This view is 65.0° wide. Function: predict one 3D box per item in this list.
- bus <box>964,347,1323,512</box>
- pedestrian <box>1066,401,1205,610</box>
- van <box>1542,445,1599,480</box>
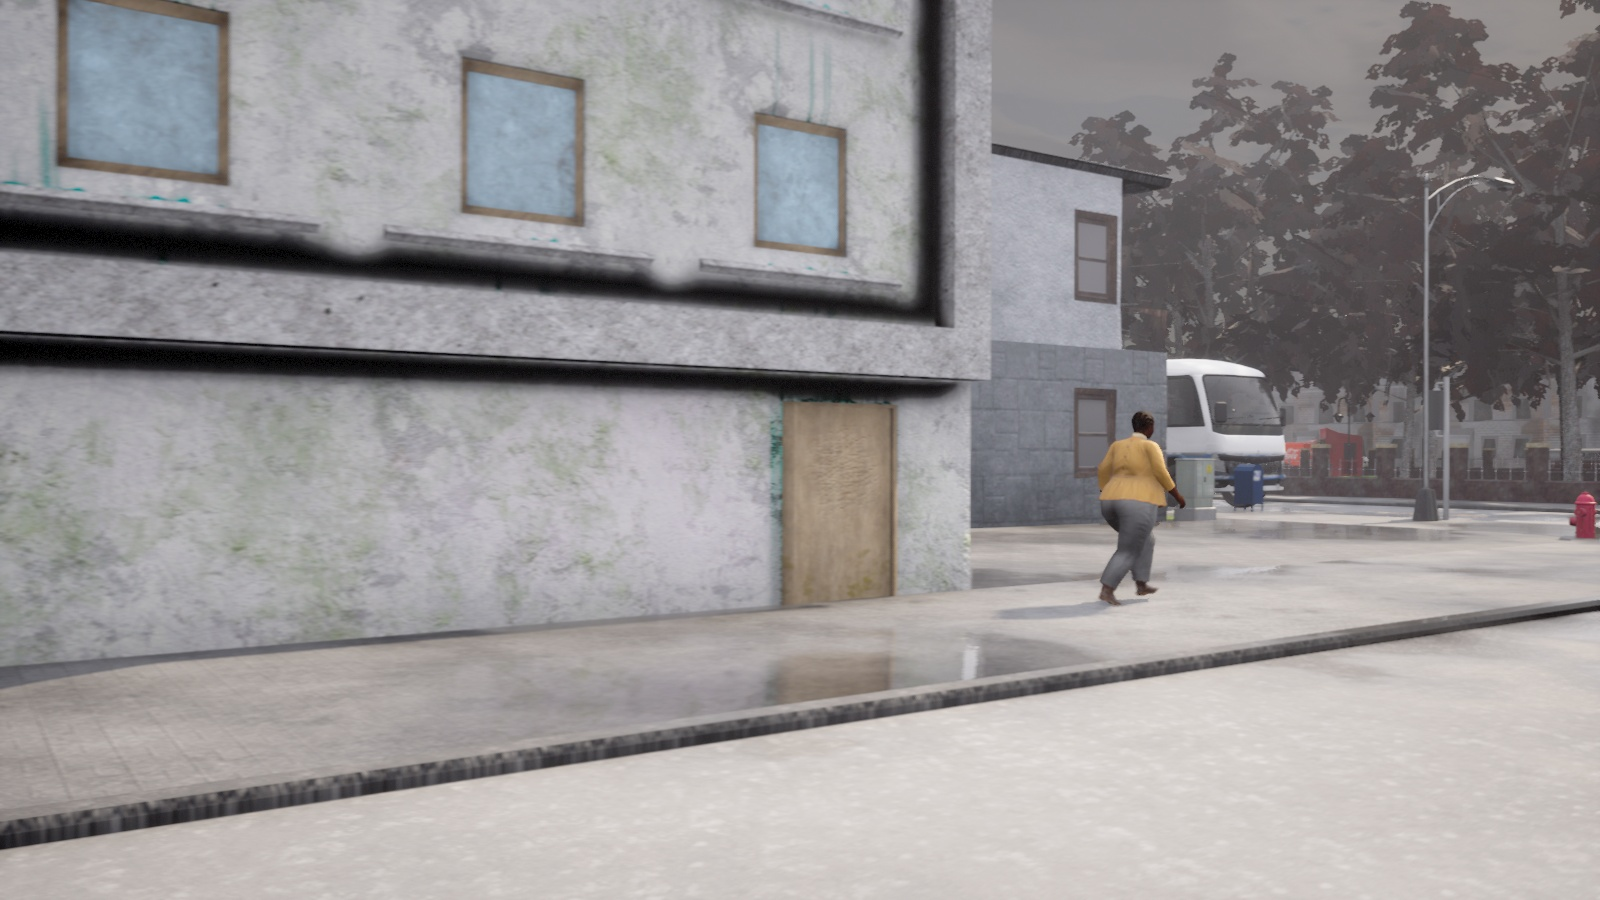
[{"bbox_3d":[9.855,-0.515,37.656,3.944,4.253,10.273,0,0,-34],"label":"bus"},{"bbox_3d":[3.128,0.491,11.742,0.900,1.855,0.874,0,0,-27],"label":"pedestrian"},{"bbox_3d":[45.603,0.700,72.510,1.775,1.987,4.442,0,0,-35],"label":"van"}]
